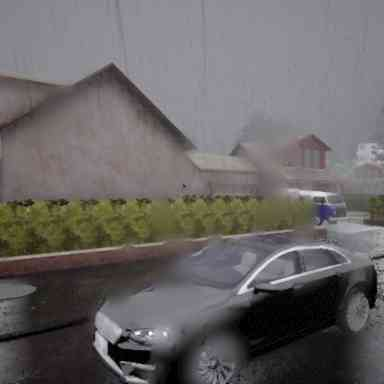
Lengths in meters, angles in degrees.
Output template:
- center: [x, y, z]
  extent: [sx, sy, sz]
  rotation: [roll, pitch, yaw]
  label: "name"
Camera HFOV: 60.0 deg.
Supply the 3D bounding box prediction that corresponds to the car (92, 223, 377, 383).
- center: [0.976, 1.491, 5.235]
  extent: [4.902, 1.511, 2.128]
  rotation: [0, 0, -34]
  label: "car"
